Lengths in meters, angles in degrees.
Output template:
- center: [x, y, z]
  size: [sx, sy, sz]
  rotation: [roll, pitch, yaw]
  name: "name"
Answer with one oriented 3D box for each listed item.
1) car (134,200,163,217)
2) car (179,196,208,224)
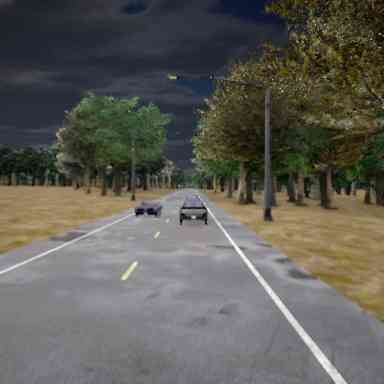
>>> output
- center: [-3.549, 1.352, 27.806]
  size: [1.895, 1.301, 4.718]
  rotation: [0, 1, 1]
  name: "car"
- center: [0.102, 1.310, 23.048]
  size: [2.128, 1.511, 4.902]
  rotation: [0, 1, 0]
  name: "car"
